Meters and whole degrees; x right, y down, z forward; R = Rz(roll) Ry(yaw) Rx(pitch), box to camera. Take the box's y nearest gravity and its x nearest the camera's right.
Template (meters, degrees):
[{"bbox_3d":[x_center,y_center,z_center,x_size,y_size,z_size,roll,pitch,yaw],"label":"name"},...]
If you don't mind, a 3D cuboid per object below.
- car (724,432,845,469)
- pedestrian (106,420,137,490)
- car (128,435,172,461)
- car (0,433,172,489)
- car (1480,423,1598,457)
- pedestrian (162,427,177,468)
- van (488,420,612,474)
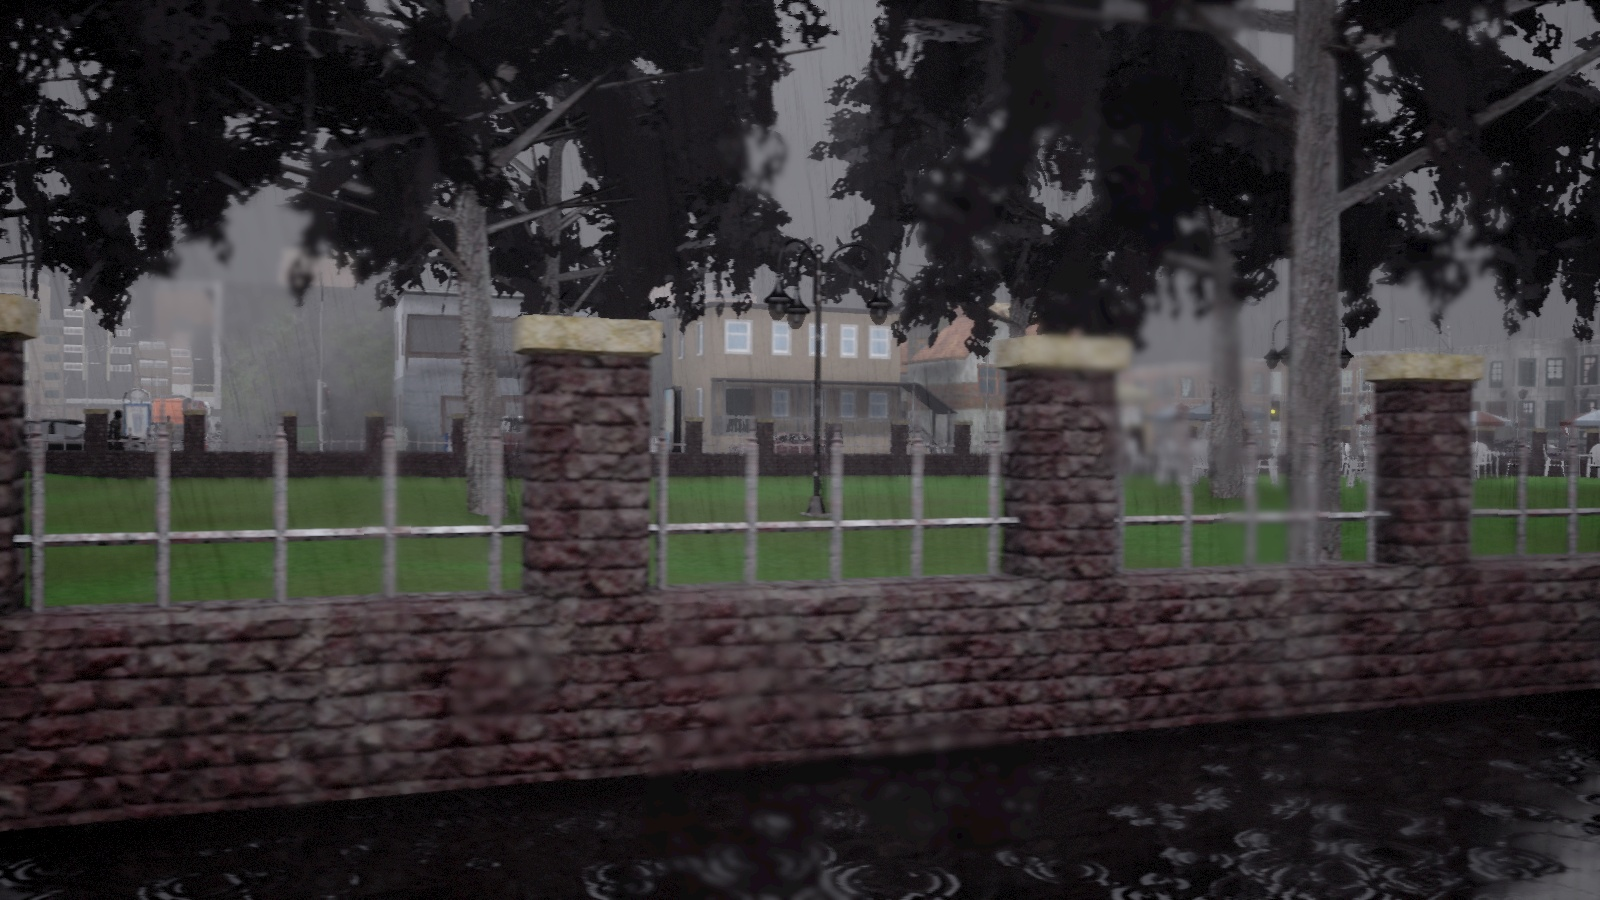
[{"bbox_3d":[-0.647,-0.014,51.950,4.674,1.442,1.812,-1,1,-21],"label":"car"},{"bbox_3d":[-18.931,0.142,35.049,0.692,1.930,0.395,-1,1,-19],"label":"pedestrian"},{"bbox_3d":[-43.569,-0.171,84.278,2.033,1.649,4.856,-1,1,-20],"label":"car"},{"bbox_3d":[-22.753,0.331,39.555,4.856,1.649,2.033,-1,1,-5],"label":"car"},{"bbox_3d":[32.784,-0.450,55.791,1.816,1.474,4.193,-1,1,-44],"label":"car"},{"bbox_3d":[-29.708,-0.133,59.165,0.396,1.930,0.692,-1,1,-10],"label":"pedestrian"},{"bbox_3d":[-9.650,-0.134,48.537,4.442,1.987,1.775,-1,1,-21],"label":"van"}]
